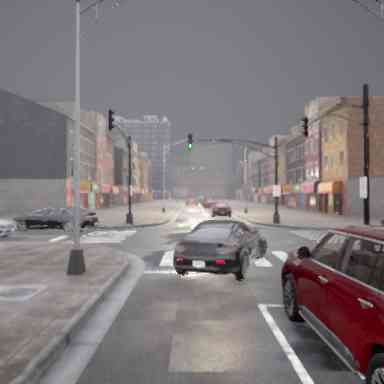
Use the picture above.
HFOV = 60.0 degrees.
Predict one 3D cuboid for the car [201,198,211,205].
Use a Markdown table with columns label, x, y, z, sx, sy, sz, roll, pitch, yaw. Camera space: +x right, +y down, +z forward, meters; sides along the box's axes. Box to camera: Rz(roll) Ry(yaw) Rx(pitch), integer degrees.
| label | x | y | z | sx | sy | sz | roll | pitch | yaw |
| --- | --- | --- | --- | --- | --- | --- | --- | --- | --- |
| car | 2.632 | 1.826 | 63.275 | 1.802 | 1.307 | 4.206 | 0 | 0 | 0 |

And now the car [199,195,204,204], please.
| label | x | y | z | sx | sy | sz | roll | pitch | yaw |
| --- | --- | --- | --- | --- | --- | --- | --- | --- | --- |
| car | 2.637 | 1.504 | 52.402 | 2.192 | 1.841 | 5.009 | 1 | 0 | 0 |

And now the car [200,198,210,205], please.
| label | x | y | z | sx | sy | sz | roll | pitch | yaw |
| --- | --- | --- | --- | --- | --- | --- | --- | --- | --- |
| car | 2.631 | 1.856 | 68.713 | 1.802 | 1.307 | 4.206 | 0 | 0 | 0 |

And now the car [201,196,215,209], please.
| label | x | y | z | sx | sy | sz | roll | pitch | yaw |
| --- | --- | --- | --- | --- | --- | --- | --- | --- | --- |
| car | 2.636 | 1.708 | 46.964 | 1.887 | 1.381 | 4.507 | 1 | 0 | 0 |

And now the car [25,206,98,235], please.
| label | x | y | z | sx | sy | sz | roll | pitch | yaw |
| --- | --- | --- | --- | --- | --- | --- | --- | --- | --- |
| car | -7.748 | 1.544 | 18.685 | 4.902 | 1.511 | 2.128 | 0 | -1 | 6 |

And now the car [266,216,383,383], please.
| label | x | y | z | sx | sy | sz | roll | pitch | yaw |
| --- | --- | --- | --- | --- | --- | --- | --- | --- | --- |
| car | 2.648 | 1.326 | 4.222 | 2.192 | 1.841 | 5.009 | 1 | 0 | 0 |

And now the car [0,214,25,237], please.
| label | x | y | z | sx | sy | sz | roll | pitch | yaw |
| --- | --- | --- | --- | --- | --- | --- | --- | --- | --- |
| car | -10.873 | 1.535 | 15.816 | 4.674 | 1.442 | 1.812 | 0 | -1 | -1 |

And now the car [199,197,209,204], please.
| label | x | y | z | sx | sy | sz | roll | pitch | yaw |
| --- | --- | --- | --- | --- | --- | --- | --- | --- | --- |
| car | 2.630 | 1.856 | 74.151 | 2.008 | 1.369 | 4.403 | 0 | 0 | 0 |

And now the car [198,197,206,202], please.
| label | x | y | z | sx | sy | sz | roll | pitch | yaw |
| --- | --- | --- | --- | --- | --- | --- | --- | --- | --- |
| car | 2.628 | 1.937 | 85.025 | 1.947 | 1.339 | 4.313 | 0 | 0 | 0 |

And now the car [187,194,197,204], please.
| label | x | y | z | sx | sy | sz | roll | pitch | yaw |
| --- | --- | --- | --- | --- | --- | --- | --- | --- | --- |
| car | -0.013 | 1.514 | 71.169 | 2.150 | 2.045 | 5.566 | 0 | 0 | 0 |

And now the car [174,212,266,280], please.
| label | x | y | z | sx | sy | sz | roll | pitch | yaw |
| --- | --- | --- | --- | --- | --- | --- | --- | --- | --- |
| car | 0.971 | 1.551 | 10.073 | 1.812 | 1.442 | 4.674 | -1 | 0 | 21 |

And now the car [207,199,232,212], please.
| label | x | y | z | sx | sy | sz | roll | pitch | yaw |
| --- | --- | --- | --- | --- | --- | --- | --- | --- | --- |
| car | 2.640 | 1.639 | 30.652 | 1.887 | 1.381 | 4.507 | 1 | 0 | 0 |

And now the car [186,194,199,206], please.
| label | x | y | z | sx | sy | sz | roll | pitch | yaw |
| --- | --- | --- | --- | --- | --- | --- | --- | --- | --- |
| car | -0.010 | 1.584 | 60.866 | 2.097 | 1.767 | 4.553 | 0 | 0 | 0 |
